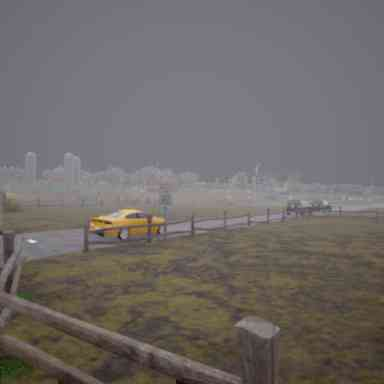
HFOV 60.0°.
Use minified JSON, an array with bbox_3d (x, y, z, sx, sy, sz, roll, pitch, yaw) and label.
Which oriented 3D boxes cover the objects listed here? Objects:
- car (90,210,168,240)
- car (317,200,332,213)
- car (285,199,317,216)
[{"bbox_3d":[-3.451,1.762,19.154,1.882,1.535,5.008,2,0,36],"label":"car"},{"bbox_3d":[20.077,2.204,51.796,2.150,2.045,5.566,2,0,36],"label":"car"},{"bbox_3d":[14.035,2.016,43.338,2.150,2.045,5.566,2,0,36],"label":"car"}]
